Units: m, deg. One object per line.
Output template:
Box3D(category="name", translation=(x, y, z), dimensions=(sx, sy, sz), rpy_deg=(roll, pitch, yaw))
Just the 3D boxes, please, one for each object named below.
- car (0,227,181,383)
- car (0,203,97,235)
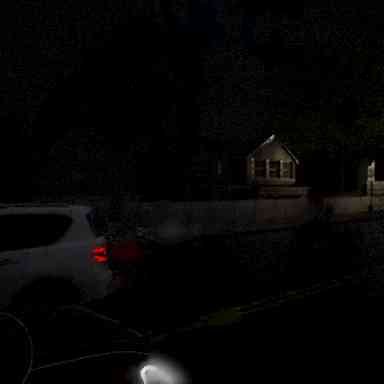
Box3D(category="car", translation=(-2.194, 1.358, 1.874), dimensions=(4.553, 1.767, 2.097), rpy_deg=(-1, 0, -36))
Box3D(category="car", translation=(-3.976, 1.225, 4.842), dimensions=(5.566, 2.045, 2.150), rpy_deg=(0, 0, -36))
